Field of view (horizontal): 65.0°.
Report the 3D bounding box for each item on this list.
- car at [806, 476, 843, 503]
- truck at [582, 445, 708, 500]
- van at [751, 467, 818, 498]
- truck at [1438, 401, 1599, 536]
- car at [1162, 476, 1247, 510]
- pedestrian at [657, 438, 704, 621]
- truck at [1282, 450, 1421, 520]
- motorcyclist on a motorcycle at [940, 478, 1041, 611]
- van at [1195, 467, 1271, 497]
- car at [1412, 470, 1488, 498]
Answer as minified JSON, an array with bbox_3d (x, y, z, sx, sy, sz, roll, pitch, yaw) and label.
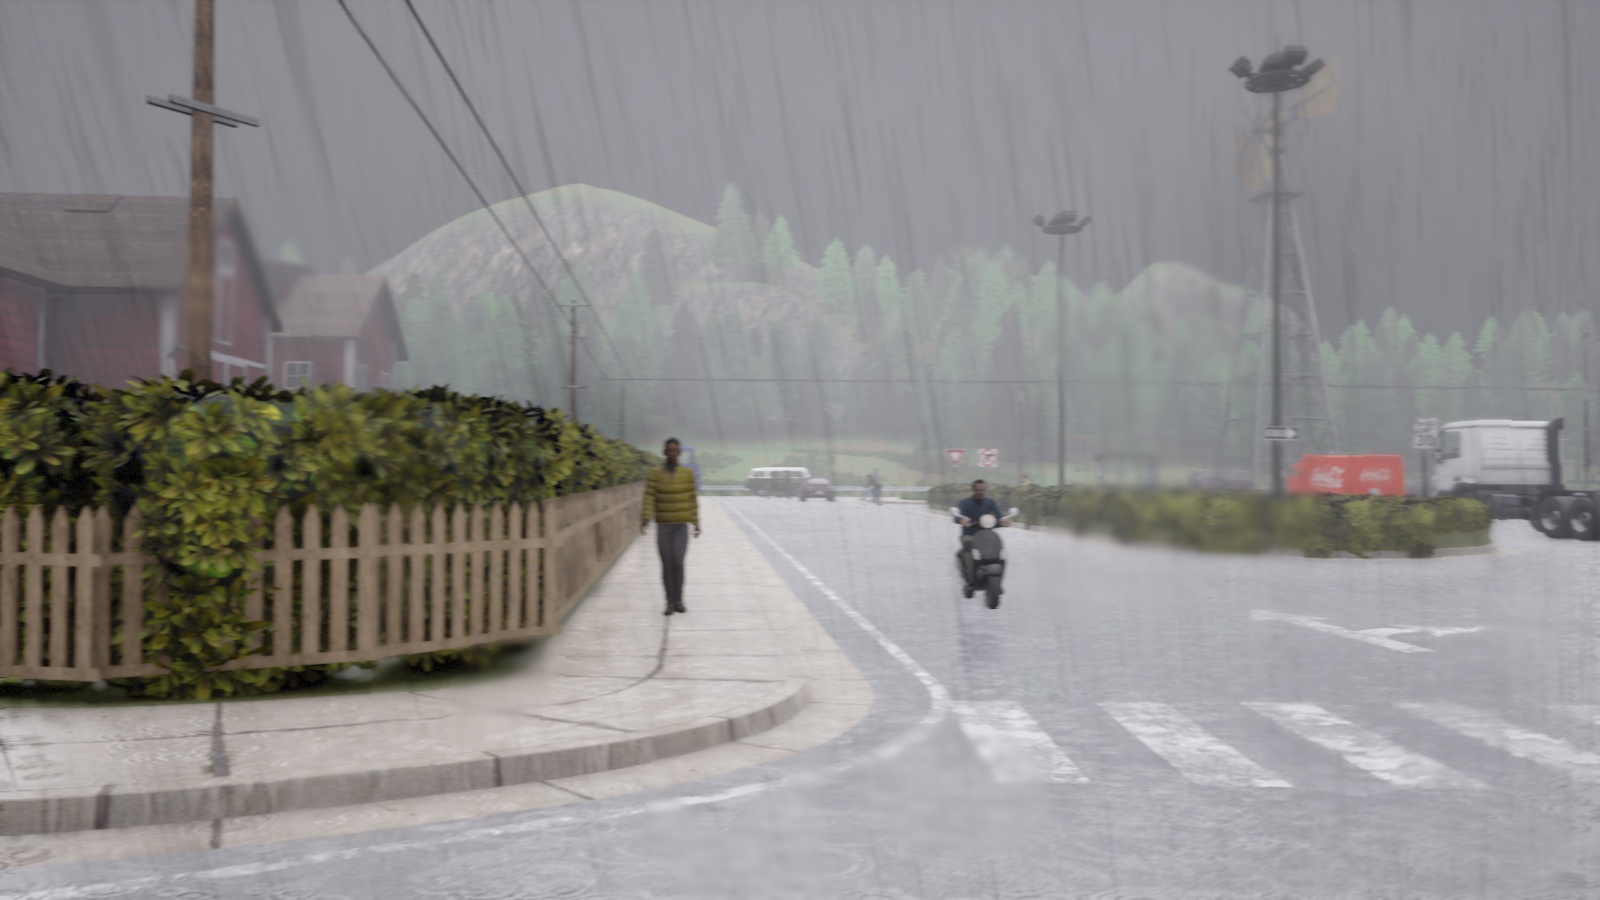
[{"bbox_3d":[1.378,2.269,72.806,1.812,1.442,4.674,0,-1,-3],"label":"car"},{"bbox_3d":[-9.925,1.433,81.088,7.936,3.462,2.891,0,-1,-4],"label":"truck"},{"bbox_3d":[-1.075,2.199,85.246,4.480,2.038,2.069,0,-1,-4],"label":"van"},{"bbox_3d":[21.786,0.541,35.585,2.891,3.462,7.936,0,-1,-4],"label":"truck"},{"bbox_3d":[18.626,1.954,57.958,1.845,1.501,3.633,0,-1,-23],"label":"car"},{"bbox_3d":[-1.226,0.805,12.984,0.431,1.840,0.709,0,-1,-1],"label":"pedestrian"},{"bbox_3d":[20.707,1.265,47.448,2.627,2.467,5.204,0,0,-5],"label":"truck"},{"bbox_3d":[2.387,1.151,15.967,0.866,1.590,1.817,0,-1,-5],"label":"motorcyclist on a motorcycle"},{"bbox_3d":[28.923,2.152,83.980,4.442,1.987,1.775,0,-1,-4],"label":"van"},{"bbox_3d":[40.337,2.115,78.081,2.242,1.667,4.611,0,-1,-1],"label":"car"}]
